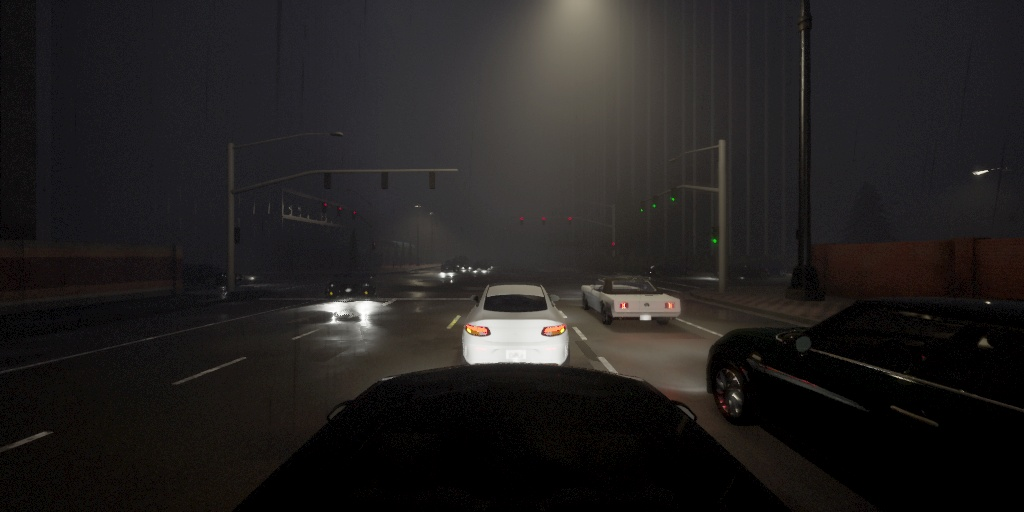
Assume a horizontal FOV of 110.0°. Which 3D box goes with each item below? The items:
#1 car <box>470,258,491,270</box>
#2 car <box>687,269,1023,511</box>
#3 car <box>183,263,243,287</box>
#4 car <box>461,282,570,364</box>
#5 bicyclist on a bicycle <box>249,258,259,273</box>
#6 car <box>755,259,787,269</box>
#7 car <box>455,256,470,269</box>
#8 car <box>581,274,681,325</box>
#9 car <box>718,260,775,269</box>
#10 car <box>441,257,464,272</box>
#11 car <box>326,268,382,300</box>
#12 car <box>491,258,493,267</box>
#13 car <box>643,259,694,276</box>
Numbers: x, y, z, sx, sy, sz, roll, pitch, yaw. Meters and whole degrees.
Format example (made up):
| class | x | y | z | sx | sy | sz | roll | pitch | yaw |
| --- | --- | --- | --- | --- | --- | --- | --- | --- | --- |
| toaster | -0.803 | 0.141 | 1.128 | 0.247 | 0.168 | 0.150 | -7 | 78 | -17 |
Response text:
| class | x | y | z | sx | sy | sz | roll | pitch | yaw |
| --- | --- | --- | --- | --- | --- | --- | --- | --- | --- |
| car | -4.427 | 1.314 | 50.793 | 1.994 | 1.385 | 4.181 | 0 | 0 | -1 |
| car | 3.599 | 1.102 | 2.870 | 2.097 | 1.767 | 4.553 | 0 | 0 | 0 |
| car | -20.857 | 1.255 | 24.078 | 4.892 | 1.490 | 1.837 | 0 | 0 | -1 |
| car | 0.058 | 1.276 | 7.554 | 1.812 | 1.442 | 4.674 | 0 | 0 | 0 |
| bicyclist on a bicycle | -28.411 | 1.051 | 39.488 | 0.582 | 1.620 | 1.656 | 0 | 0 | -1 |
| car | 24.228 | 1.102 | 35.207 | 4.553 | 1.767 | 2.097 | 0 | 0 | -1 |
| car | -8.003 | 0.971 | 56.073 | 2.150 | 2.045 | 5.566 | 0 | 0 | -1 |
| car | 3.562 | 1.351 | 11.772 | 1.895 | 1.301 | 4.718 | 0 | 0 | 0 |
| car | 20.187 | 1.314 | 31.671 | 4.181 | 1.385 | 1.994 | 0 | 0 | -1 |
| car | -7.895 | 1.241 | 46.226 | 2.128 | 1.511 | 4.902 | 0 | 0 | 1 |
| car | -7.627 | 1.314 | 17.686 | 1.994 | 1.385 | 4.181 | 0 | 0 | -13 |
| car | -4.551 | 1.276 | 59.408 | 1.812 | 1.442 | 4.674 | 0 | 0 | -1 |
| car | 15.336 | 1.102 | 35.125 | 4.553 | 1.767 | 2.097 | 0 | 0 | 0 |
